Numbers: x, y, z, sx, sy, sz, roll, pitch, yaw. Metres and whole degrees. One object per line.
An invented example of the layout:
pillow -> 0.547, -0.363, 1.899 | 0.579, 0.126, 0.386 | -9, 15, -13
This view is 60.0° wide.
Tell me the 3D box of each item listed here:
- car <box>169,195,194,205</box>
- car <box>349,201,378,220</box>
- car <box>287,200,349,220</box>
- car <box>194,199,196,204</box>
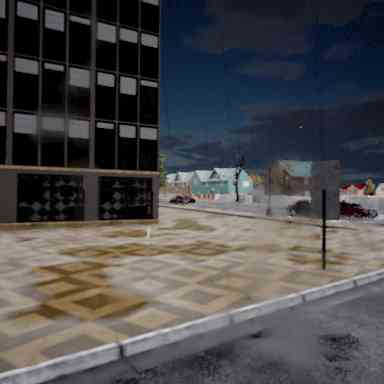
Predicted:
car -> -1.959, 1.244, 50.895 | 1.812, 1.442, 4.674 | 1, 0, -28
car -> 13.467, 1.512, 28.611 | 1.812, 1.442, 4.674 | 1, 0, -28
car -> 10.162, 1.438, 27.915 | 1.837, 1.490, 4.892 | 1, 0, -28
car -> -1.177, 1.278, 56.426 | 2.033, 1.411, 5.357 | 1, 0, -27
